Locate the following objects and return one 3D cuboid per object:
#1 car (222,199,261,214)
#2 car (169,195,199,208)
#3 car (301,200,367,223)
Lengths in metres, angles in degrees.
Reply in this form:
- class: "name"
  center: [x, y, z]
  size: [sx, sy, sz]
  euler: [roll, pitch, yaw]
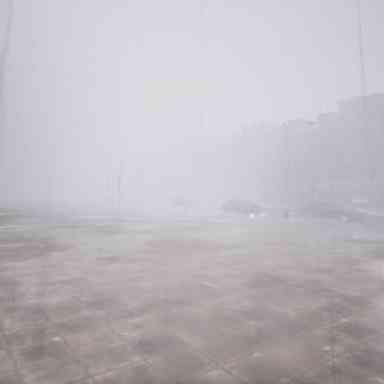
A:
- class: "car"
  center: [4.897, 1.376, 33.368]
  size: [1.994, 1.385, 4.181]
  euler: [-2, 2, -36]
- class: "car"
  center: [-1.016, 1.188, 41.751]
  size: [2.128, 1.511, 4.902]
  euler: [-2, 2, -35]
- class: "car"
  center: [10.638, 1.426, 25.247]
  size: [1.837, 1.490, 4.892]
  euler: [-2, 2, -35]
